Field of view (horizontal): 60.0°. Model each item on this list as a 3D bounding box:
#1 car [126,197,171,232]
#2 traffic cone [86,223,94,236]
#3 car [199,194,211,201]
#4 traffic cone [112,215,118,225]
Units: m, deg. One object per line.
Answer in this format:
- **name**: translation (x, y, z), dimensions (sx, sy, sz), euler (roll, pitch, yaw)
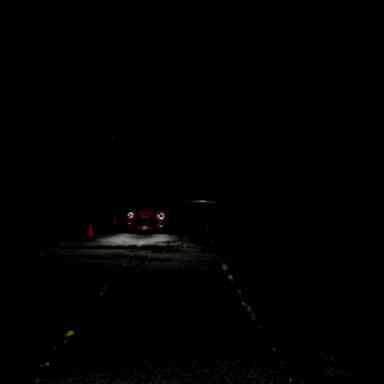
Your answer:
- **car**: translation (-2.367, 1.200, 18.873), dimensions (2.097, 1.767, 4.553), euler (1, 0, 0)
- **traffic cone**: translation (-4.811, 1.775, 15.726), dimensions (0.340, 0.580, 0.340), euler (1, 0, 0)
- **car**: translation (2.772, 1.200, 70.906), dimensions (1.994, 1.385, 4.181), euler (1, 0, 11)
- **traffic cone**: translation (-4.785, 1.746, 20.773), dimensions (0.340, 0.580, 0.340), euler (1, 0, 1)
